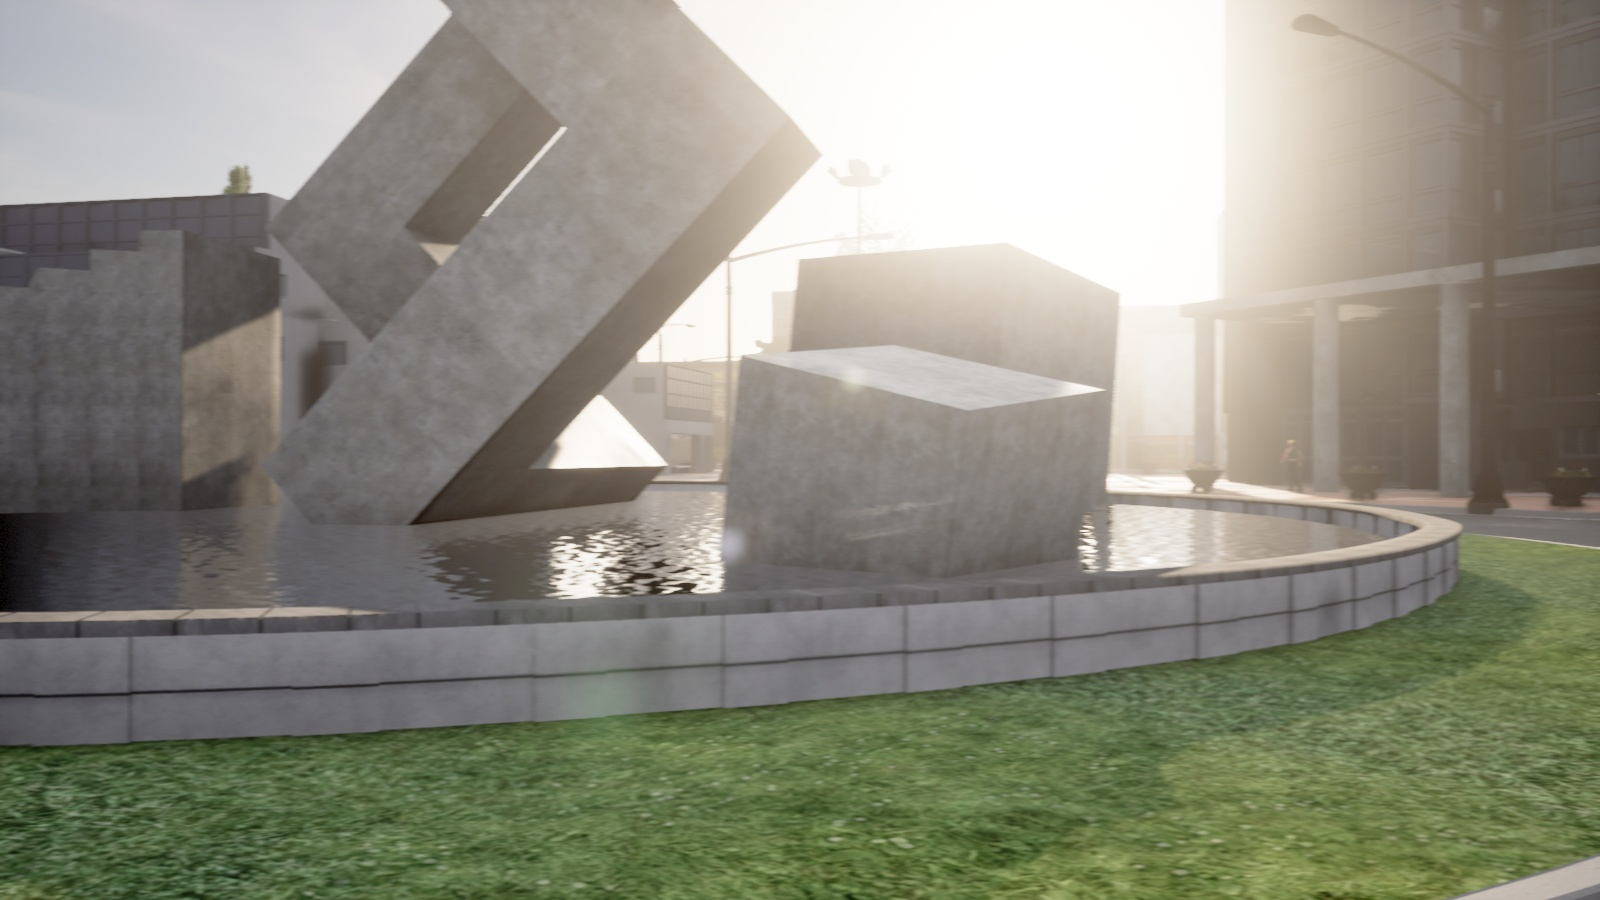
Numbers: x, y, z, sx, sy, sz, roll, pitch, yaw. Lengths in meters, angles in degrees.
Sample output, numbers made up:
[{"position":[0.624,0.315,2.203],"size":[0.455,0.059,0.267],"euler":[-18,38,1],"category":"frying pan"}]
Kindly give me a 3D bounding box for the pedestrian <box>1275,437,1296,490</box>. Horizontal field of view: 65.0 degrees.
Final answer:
[{"position":[16.738,0.458,43.292],"size":[0.345,1.836,0.594],"euler":[0,0,-21],"category":"pedestrian"}]
